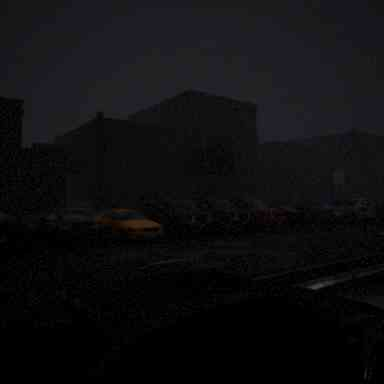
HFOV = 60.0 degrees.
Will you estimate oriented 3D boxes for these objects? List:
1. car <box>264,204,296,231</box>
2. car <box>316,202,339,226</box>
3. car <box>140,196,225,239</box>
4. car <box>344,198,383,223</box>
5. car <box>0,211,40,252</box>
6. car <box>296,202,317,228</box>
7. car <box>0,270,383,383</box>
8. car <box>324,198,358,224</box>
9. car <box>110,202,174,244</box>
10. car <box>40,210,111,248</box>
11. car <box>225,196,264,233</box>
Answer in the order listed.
[{"bbox_3d":[3.385,1.324,21.288,2.435,2.045,5.566,1,-1,-36],"label":"car"},{"bbox_3d":[7.827,1.686,24.540,2.163,1.488,4.792,1,-1,-36],"label":"car"},{"bbox_3d":[-1.094,1.270,18.079,2.435,2.045,5.566,1,0,-36],"label":"car"},{"bbox_3d":[12.313,1.507,27.752,2.435,2.045,5.566,1,-1,-36],"label":"car"},{"bbox_3d":[-7.828,1.486,13.285,2.097,1.535,5.008,0,0,-36],"label":"car"},{"bbox_3d":[5.611,1.610,22.910,2.097,1.535,5.008,1,-1,-36],"label":"car"},{"bbox_3d":[0.099,1.549,3.204,5.357,1.411,2.033,0,0,-35],"label":"car"},{"bbox_3d":[10.070,1.579,26.149,2.185,1.767,4.553,1,-1,-36],"label":"car"},{"bbox_3d":[-3.242,1.499,16.348,1.946,1.575,5.366,0,0,-36],"label":"car"},{"bbox_3d":[-5.590,1.533,14.891,2.002,1.452,4.674,0,0,-36],"label":"car"},{"bbox_3d":[1.147,1.292,19.685,2.435,2.045,5.566,1,0,-36],"label":"car"}]
